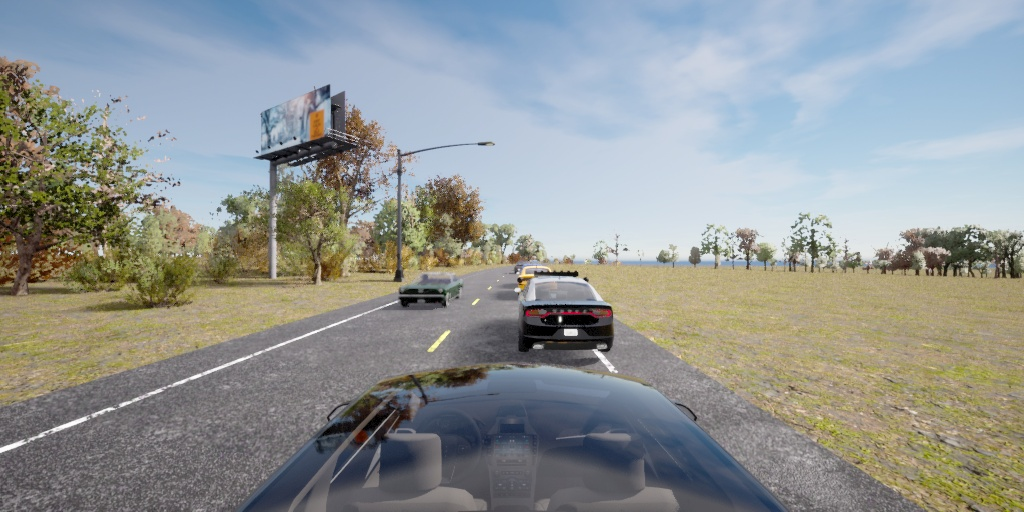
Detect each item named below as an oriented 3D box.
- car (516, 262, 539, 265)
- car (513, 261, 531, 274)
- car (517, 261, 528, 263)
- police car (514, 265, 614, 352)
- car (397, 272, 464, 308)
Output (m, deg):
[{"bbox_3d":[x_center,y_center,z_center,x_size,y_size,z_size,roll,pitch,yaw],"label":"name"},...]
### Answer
[{"bbox_3d":[1.259,1.266,18.924,1.882,1.535,5.008,0,0,1],"label":"car"},{"bbox_3d":[1.325,1.466,45.966,2.128,1.511,4.902,0,0,4],"label":"car"},{"bbox_3d":[1.420,1.295,24.902,1.882,1.535,5.008,0,0,2],"label":"car"},{"bbox_3d":[1.092,1.184,9.068,1.930,1.638,5.238,0,0,1],"label":"police car"},{"bbox_3d":[-3.334,1.377,15.502,1.895,1.301,4.718,0,0,1],"label":"car"}]
